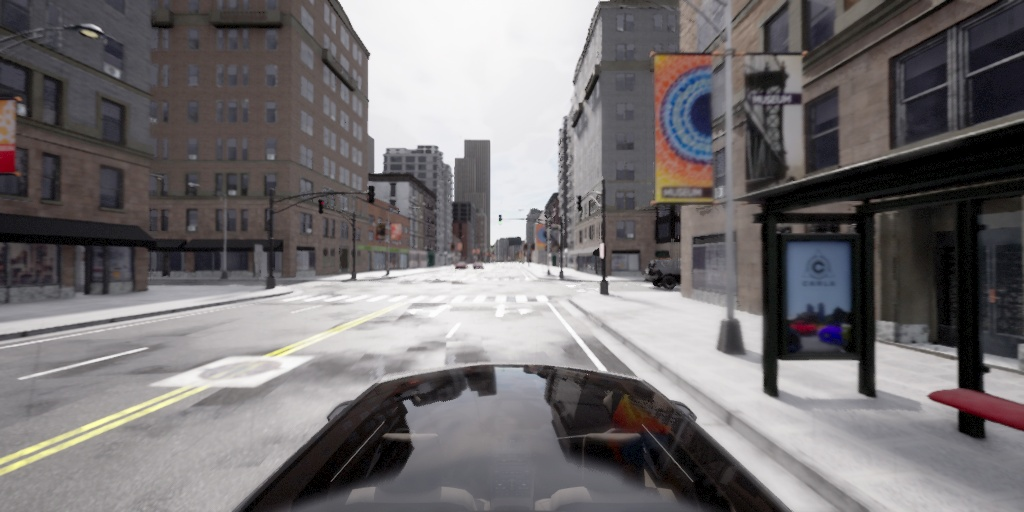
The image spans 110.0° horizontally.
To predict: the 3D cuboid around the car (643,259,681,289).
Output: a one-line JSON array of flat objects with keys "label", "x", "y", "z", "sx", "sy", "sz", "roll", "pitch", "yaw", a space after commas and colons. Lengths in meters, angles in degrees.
[{"label": "car", "x": 12.199, "y": 1.265, "z": 25.297, "sx": 5.566, "sy": 2.045, "sz": 2.150, "roll": 0, "pitch": -1, "yaw": 0}]
